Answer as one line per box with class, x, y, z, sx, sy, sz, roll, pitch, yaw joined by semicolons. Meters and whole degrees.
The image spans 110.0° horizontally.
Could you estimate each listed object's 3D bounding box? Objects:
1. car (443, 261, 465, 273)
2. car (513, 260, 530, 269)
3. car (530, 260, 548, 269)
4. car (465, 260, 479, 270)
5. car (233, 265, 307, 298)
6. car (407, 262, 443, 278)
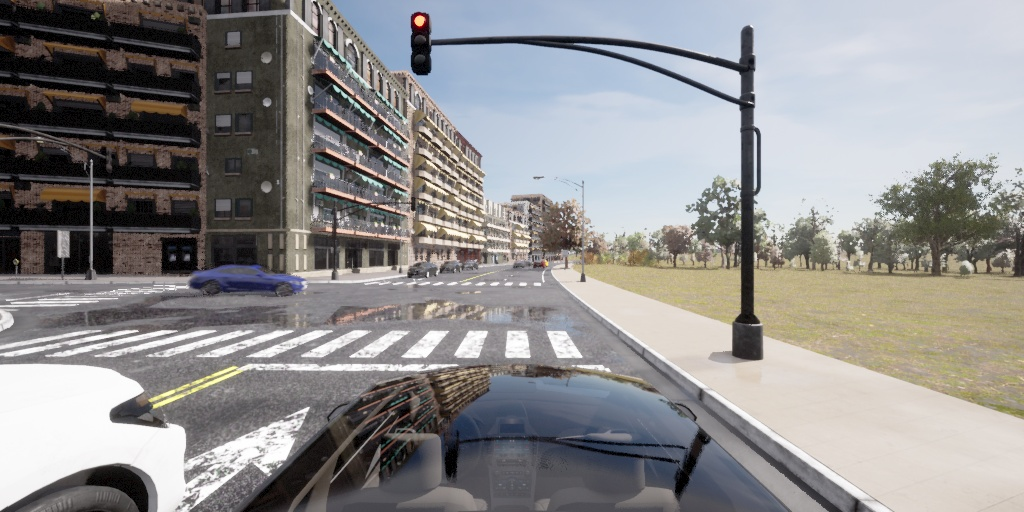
car;-7.593;1.350;44.608;1.837;1.490;4.892;0;0;6
car;1.386;1.474;62.728;2.033;1.411;5.357;0;0;9
car;4.865;1.413;63.842;1.882;1.535;5.008;0;0;9
car;-6.407;1.378;54.929;2.128;1.511;4.902;0;0;7
car;-12.655;1.165;17.423;4.674;1.442;1.812;3;0;-20
car;-8.504;1.313;34.511;1.837;1.490;4.892;0;0;5
